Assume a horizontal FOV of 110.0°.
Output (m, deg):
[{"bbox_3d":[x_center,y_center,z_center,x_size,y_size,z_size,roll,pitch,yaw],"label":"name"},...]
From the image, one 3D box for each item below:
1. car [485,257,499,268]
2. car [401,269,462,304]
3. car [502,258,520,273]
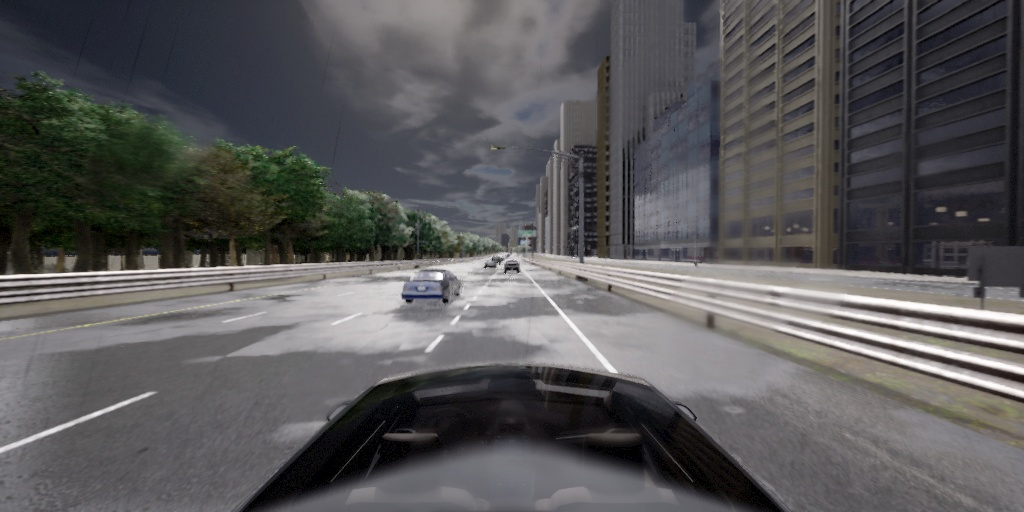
[{"bbox_3d":[-3.708,1.372,62.586,1.994,1.385,4.181,0,0,0],"label":"car"},{"bbox_3d":[-3.515,1.303,16.461,2.033,1.411,5.357,0,0,0],"label":"car"},{"bbox_3d":[-0.007,1.289,45.063,1.837,1.490,4.892,0,0,0],"label":"car"}]
